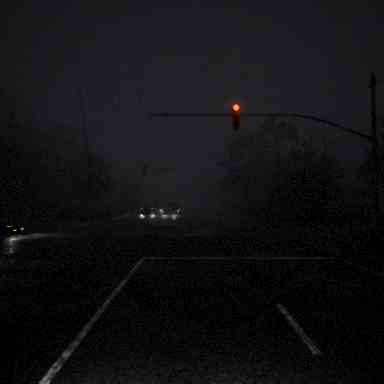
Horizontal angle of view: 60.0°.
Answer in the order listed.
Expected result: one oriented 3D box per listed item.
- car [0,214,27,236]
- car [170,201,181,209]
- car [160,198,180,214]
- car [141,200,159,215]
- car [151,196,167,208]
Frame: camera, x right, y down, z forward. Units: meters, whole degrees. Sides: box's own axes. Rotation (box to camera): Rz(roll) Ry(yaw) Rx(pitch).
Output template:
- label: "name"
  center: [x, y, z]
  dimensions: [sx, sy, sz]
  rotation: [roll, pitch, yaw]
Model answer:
- label: "car"
  center: [-12.759, 1.977, 20.701]
  dimensions: [4.892, 1.490, 1.837]
  rotation: [1, -2, 8]
- label: "car"
  center: [-3.456, 2.794, 70.623]
  dimensions: [2.033, 1.411, 5.357]
  rotation: [0, 1, 0]
- label: "car"
  center: [-3.549, 2.570, 54.671]
  dimensions: [2.150, 2.045, 5.566]
  rotation: [0, 0, 0]
- label: "car"
  center: [-7.047, 2.701, 54.173]
  dimensions: [2.097, 1.767, 4.553]
  rotation: [0, 0, 0]
- label: "car"
  center: [-6.956, 2.496, 69.411]
  dimensions: [2.150, 2.045, 5.566]
  rotation: [0, 1, 0]
